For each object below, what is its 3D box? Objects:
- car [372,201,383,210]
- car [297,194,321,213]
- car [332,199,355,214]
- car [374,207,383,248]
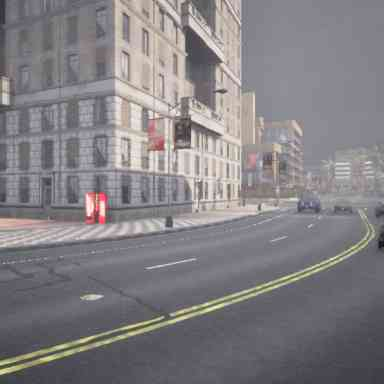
[{"bbox_3d":[17.113,1.504,29.195,1.837,1.490,4.892,0,0,26],"label":"car"},{"bbox_3d":[13.458,1.215,38.012,2.150,2.045,5.566,0,0,25],"label":"car"},{"bbox_3d":[16.557,1.511,36.384,1.837,1.490,4.892,0,0,25],"label":"car"},{"bbox_3d":[8.996,1.526,13.906,1.812,1.442,4.674,0,0,36],"label":"car"}]
